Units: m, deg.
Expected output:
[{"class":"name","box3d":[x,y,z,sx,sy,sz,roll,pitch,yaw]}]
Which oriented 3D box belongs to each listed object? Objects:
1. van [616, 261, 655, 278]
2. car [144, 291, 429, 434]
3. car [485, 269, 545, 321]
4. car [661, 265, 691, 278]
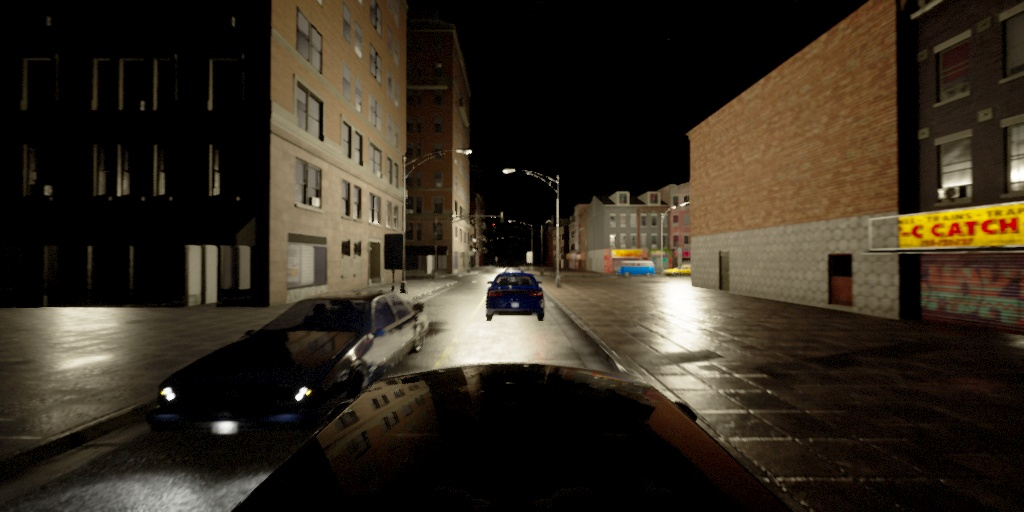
[{"class":"van","box3d":[13.746,1.464,39.914,3.998,1.789,1.690,0,0,0]},{"class":"car","box3d":[-2.841,1.342,6.218,2.033,1.411,5.357,0,-1,0]},{"class":"car","box3d":[0.101,1.340,13.073,1.882,1.535,5.008,0,-1,0]},{"class":"car","box3d":[19.188,1.644,39.904,4.829,1.417,1.751,0,0,0]}]
